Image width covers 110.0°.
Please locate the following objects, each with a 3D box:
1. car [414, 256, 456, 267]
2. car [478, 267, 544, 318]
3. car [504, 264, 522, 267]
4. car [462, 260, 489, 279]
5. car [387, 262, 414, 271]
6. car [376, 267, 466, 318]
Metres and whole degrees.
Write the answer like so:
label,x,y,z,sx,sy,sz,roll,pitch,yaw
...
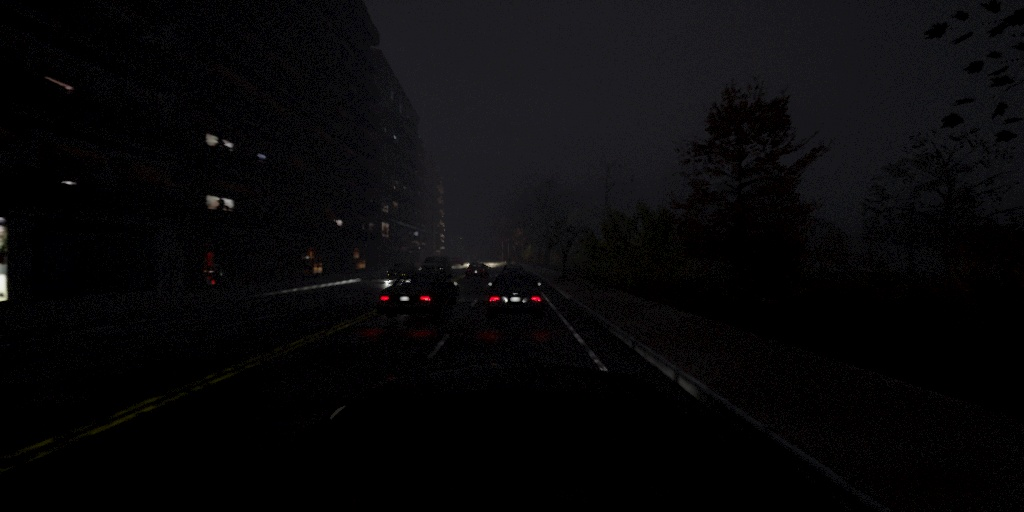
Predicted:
label,x,y,z,sx,sy,sz,roll,pitch,yaw
car,-6.607,1.002,31.454,2.150,2.045,5.566,0,0,0
car,0.099,1.307,12.924,2.033,1.411,5.357,0,0,0
car,0.095,1.382,31.291,1.895,1.301,4.718,0,0,0
car,-3.167,1.347,33.429,1.994,1.385,4.181,0,0,0
car,-9.863,1.288,32.633,1.837,1.490,4.892,0,0,0
car,-3.152,1.308,13.043,2.033,1.411,5.357,0,0,0
